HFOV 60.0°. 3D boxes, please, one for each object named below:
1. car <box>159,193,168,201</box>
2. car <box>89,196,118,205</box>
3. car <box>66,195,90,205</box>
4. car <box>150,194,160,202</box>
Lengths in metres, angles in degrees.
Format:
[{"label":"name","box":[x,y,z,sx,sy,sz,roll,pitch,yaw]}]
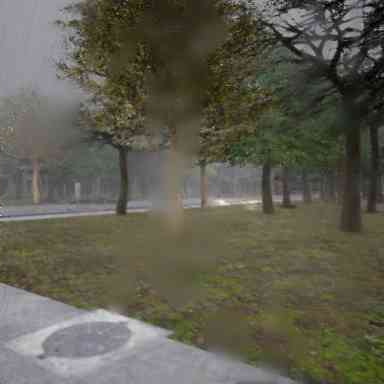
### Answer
[{"label":"car","box":[-3.748,0.887,64.341,1.994,1.385,4.181,1,1,35]},{"label":"car","box":[-13.075,1.321,51.325,1.994,1.385,4.181,1,1,36]},{"label":"car","box":[-16.999,1.238,51.415,1.837,1.490,4.892,1,1,36]},{"label":"car","box":[-6.384,1.065,66.246,2.097,1.767,4.553,1,1,35]}]
